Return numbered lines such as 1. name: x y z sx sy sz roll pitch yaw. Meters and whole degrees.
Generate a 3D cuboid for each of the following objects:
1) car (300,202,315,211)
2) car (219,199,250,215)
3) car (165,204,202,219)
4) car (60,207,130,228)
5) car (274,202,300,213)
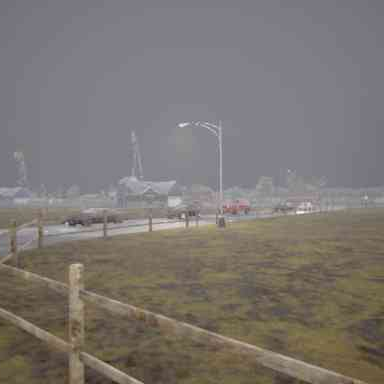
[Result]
1. car: 19.449 2.456 56.335 1.812 1.442 4.674 -2 -2 36
2. car: 5.608 1.912 43.365 2.150 2.045 5.566 -2 -2 36
3. car: -0.780 2.008 34.439 1.837 1.490 4.892 -2 -2 36
4. car: -7.219 1.867 25.450 2.033 1.411 5.357 -2 -2 35
5. car: 13.429 2.244 47.933 1.837 1.490 4.892 -2 -2 36
